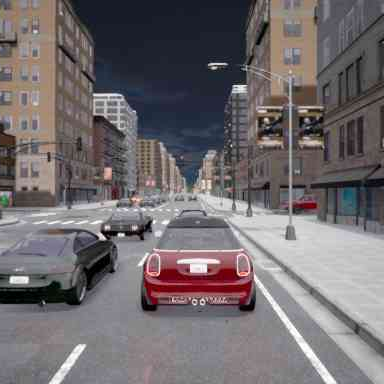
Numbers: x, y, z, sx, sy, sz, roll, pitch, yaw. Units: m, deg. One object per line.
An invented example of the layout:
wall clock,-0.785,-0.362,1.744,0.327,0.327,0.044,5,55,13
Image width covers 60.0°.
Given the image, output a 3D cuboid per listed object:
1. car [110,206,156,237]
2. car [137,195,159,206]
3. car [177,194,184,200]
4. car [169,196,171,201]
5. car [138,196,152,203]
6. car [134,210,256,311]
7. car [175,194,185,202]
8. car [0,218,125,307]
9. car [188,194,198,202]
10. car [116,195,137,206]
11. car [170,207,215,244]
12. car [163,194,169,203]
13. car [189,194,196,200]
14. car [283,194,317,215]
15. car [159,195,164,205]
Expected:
car,-3.104,1.600,16.860,1.895,1.301,4.718,0,0,0
car,-6.456,1.556,49.313,1.994,1.385,4.181,0,0,0
car,-3.001,1.370,88.254,1.812,1.442,4.674,0,0,0
car,-6.275,1.285,79.573,2.097,1.767,4.553,0,0,0
car,-9.563,1.532,68.209,2.033,1.411,5.357,0,0,0
car,0.122,1.352,7.921,2.097,1.767,4.553,0,0,0
car,-3.029,1.530,78.251,1.994,1.385,4.181,0,0,0
car,-3.127,1.564,8.040,1.994,1.385,4.181,0,0,0
car,0.221,1.333,78.212,2.097,1.767,4.553,0,0,0
car,-9.713,1.556,48.701,1.994,1.385,4.181,0,0,0
car,0.057,1.563,16.623,1.994,1.385,4.181,0,0,1
car,-6.320,1.489,68.124,1.837,1.490,4.892,0,0,0
car,0.250,1.370,88.245,1.812,1.442,4.674,0,0,0
car,12.362,1.256,34.432,5.566,2.045,2.150,0,0,0
car,-6.418,1.553,57.711,1.994,1.385,4.181,0,0,0
